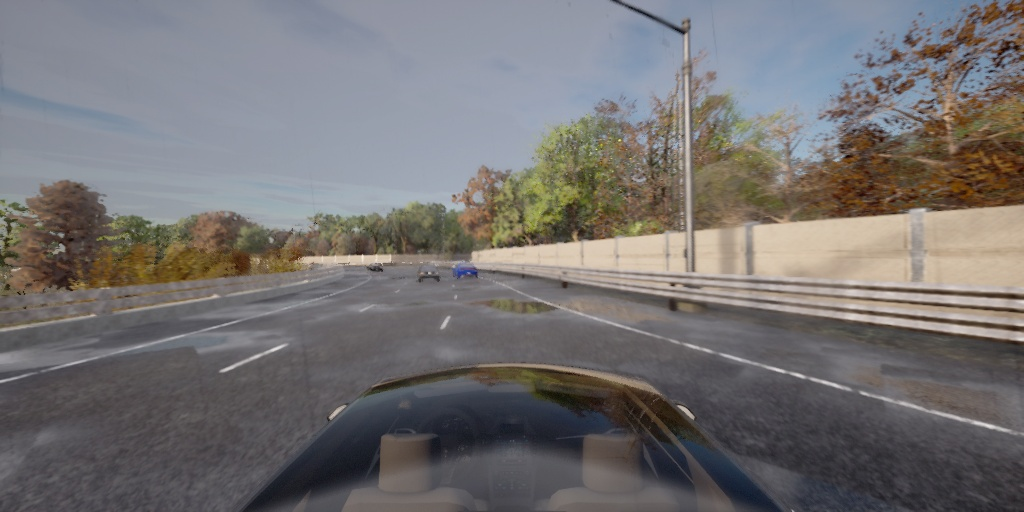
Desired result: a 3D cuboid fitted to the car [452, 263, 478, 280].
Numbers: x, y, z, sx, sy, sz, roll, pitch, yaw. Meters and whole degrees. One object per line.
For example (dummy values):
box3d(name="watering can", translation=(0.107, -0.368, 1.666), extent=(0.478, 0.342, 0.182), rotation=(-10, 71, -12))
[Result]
box3d(name="car", translation=(-4.590, 1.396, 34.583), extent=(1.882, 1.535, 5.008), rotation=(-1, 0, -17))

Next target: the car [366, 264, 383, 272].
box3d(name="car", translation=(-21.797, 1.866, 56.728), extent=(1.895, 1.301, 4.718), rotation=(-1, 0, -31))

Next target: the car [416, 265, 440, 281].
box3d(name="car", translation=(-7.675, 1.511, 32.795), extent=(2.033, 1.411, 5.357), rotation=(-1, 0, -16))
